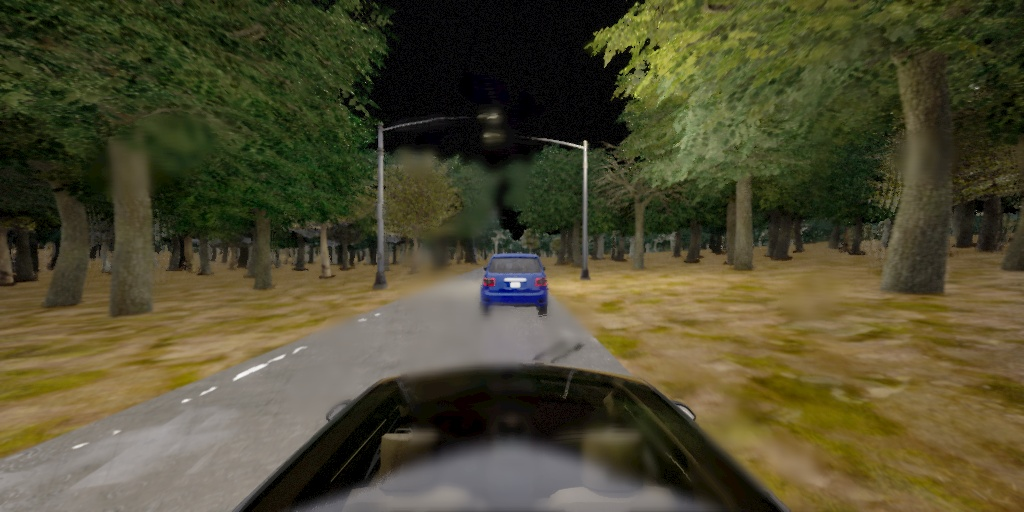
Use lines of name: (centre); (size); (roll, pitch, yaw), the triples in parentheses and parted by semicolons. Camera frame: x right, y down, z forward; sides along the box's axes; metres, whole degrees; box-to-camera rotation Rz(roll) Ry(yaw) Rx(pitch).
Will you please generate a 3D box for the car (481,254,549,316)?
car: (0.098, 0.934, 13.246); (2.150, 2.045, 5.566); (0, 0, 0)
